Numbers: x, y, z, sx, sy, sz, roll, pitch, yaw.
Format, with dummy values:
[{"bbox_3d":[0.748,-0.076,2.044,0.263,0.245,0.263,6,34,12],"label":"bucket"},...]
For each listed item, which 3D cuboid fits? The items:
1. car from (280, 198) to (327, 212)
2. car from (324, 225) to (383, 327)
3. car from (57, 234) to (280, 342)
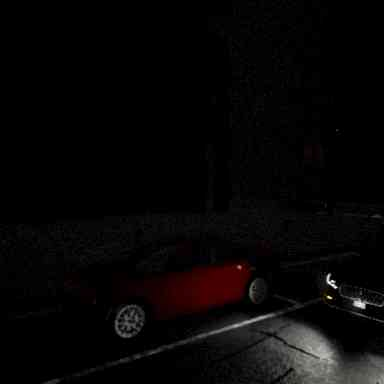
[{"bbox_3d":[11.816,1.369,35.295,1.895,1.301,4.718,0,1,-35],"label":"car"},{"bbox_3d":[4.626,1.541,6.662,4.892,1.490,1.837,0,0,-35],"label":"car"},{"bbox_3d":[-0.219,1.561,6.491,4.507,1.381,1.887,0,0,-36],"label":"car"}]
